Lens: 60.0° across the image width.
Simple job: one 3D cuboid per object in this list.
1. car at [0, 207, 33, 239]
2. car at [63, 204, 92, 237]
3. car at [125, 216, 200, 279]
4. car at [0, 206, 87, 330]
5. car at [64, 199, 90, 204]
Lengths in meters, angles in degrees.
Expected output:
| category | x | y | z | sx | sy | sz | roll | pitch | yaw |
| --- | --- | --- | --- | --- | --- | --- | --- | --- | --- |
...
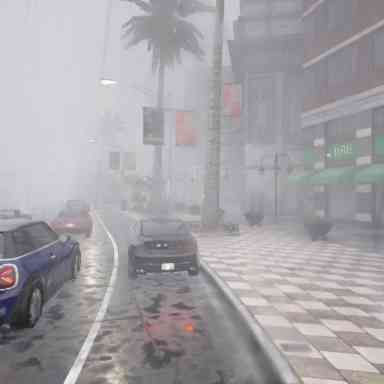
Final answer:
| category | x | y | z | sx | sy | sz | roll | pitch | yaw |
| --- | --- | --- | --- | --- | --- | --- | --- | --- | --- |
| car | -10.051 | 1.592 | 18.091 | 1.895 | 1.301 | 4.718 | 0 | 0 | -17 |
| car | -6.396 | 1.558 | 17.815 | 1.994 | 1.385 | 4.181 | 0 | 0 | -16 |
| car | -1.037 | 1.503 | 10.202 | 1.837 | 1.490 | 4.892 | 0 | 0 | -11 |
| car | -3.795 | 1.348 | 6.952 | 2.097 | 1.767 | 4.553 | 0 | 0 | -7 |
| car | -9.699 | 1.345 | 27.993 | 2.097 | 1.767 | 4.553 | 0 | 0 | -18 |
